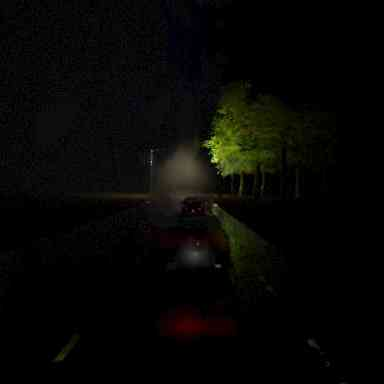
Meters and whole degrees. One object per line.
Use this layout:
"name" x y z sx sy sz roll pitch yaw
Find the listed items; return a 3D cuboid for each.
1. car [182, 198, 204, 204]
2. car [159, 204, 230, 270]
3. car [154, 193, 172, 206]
"car" 0.084 1.191 27.993 1.812 1.442 4.674 0 1 0
"car" 0.079 1.369 10.610 1.882 1.535 5.008 0 1 0
"car" -3.596 0.928 41.773 1.837 1.490 4.892 0 1 0
